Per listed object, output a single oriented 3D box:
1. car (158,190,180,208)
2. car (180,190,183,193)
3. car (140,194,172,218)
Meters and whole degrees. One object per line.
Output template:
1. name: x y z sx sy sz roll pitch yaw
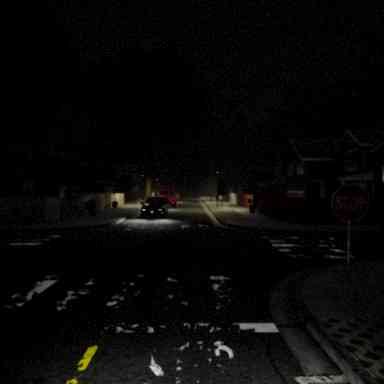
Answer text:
1. car: -2.931 0.749 38.394 2.150 2.045 5.566 0 1 0
2. car: -2.935 0.800 55.605 1.882 1.535 5.008 0 0 0
3. car: -2.909 1.175 26.428 1.837 1.490 4.892 0 1 0
